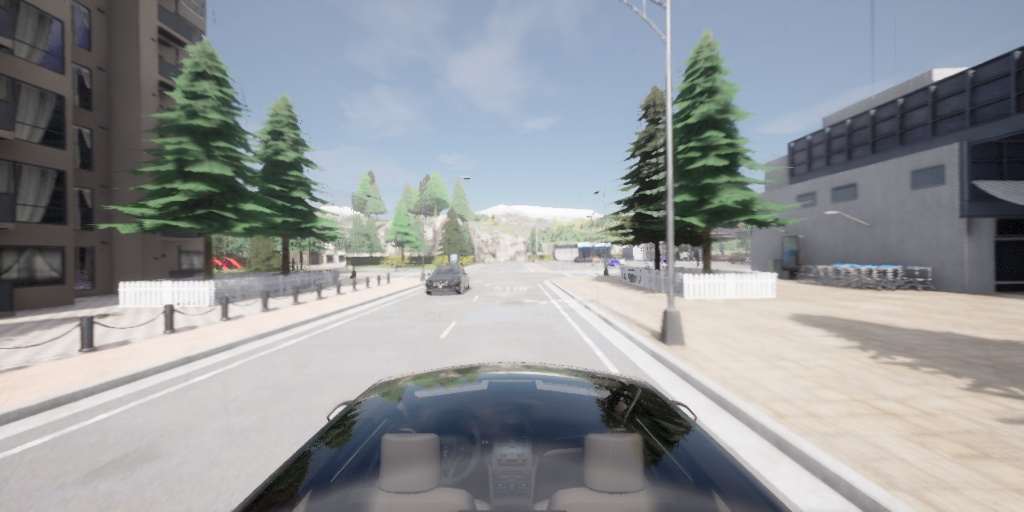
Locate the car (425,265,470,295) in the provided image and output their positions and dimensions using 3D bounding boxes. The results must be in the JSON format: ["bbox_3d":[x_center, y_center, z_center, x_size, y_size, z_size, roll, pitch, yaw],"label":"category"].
[{"bbox_3d":[-3.474,1.268,19.936,1.837,1.490,4.892,-1,0,1],"label":"car"}]
